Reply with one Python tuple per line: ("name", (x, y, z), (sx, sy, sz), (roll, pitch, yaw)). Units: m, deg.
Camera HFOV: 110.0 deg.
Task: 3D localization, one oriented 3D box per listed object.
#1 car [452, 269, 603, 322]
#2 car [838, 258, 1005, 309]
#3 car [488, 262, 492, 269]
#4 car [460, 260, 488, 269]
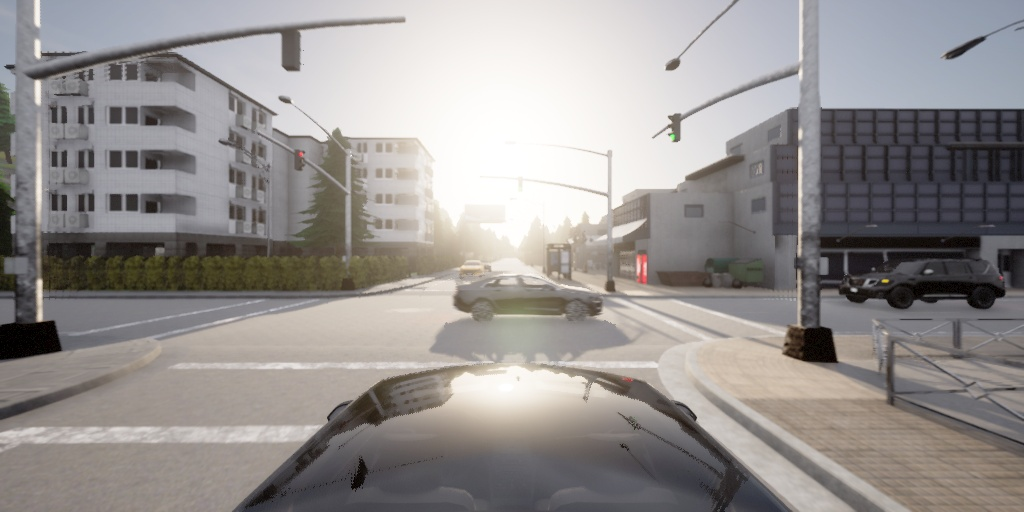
("car", (0.484, 1.323, 11.864), (4.902, 1.511, 2.128), (0, -1, 0))
("car", (17.524, 1.120, 15.493), (5.566, 2.045, 2.150), (0, 0, 0))
("car", (-3.569, 1.226, 44.545), (1.994, 1.385, 4.181), (0, 0, 0))
("car", (-3.579, 1.164, 32.675), (1.882, 1.535, 5.008), (0, 0, 0))
